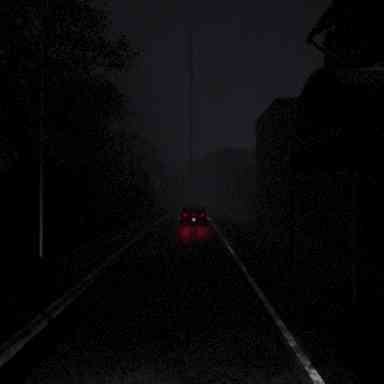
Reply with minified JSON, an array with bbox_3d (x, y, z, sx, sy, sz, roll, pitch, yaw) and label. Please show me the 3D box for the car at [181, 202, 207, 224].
[{"bbox_3d":[0.134,1.708,25.898,1.895,1.301,4.718,0,-1,0],"label":"car"}]
